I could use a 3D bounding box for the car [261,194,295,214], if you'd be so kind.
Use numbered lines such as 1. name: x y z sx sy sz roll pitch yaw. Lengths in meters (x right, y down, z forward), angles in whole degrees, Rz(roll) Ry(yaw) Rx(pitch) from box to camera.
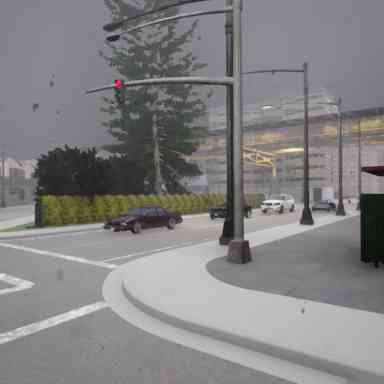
1. car: 9.696 1.280 37.161 2.150 2.045 5.566 -1 0 36

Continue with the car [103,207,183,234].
1. car: -2.728 1.601 20.050 2.033 1.411 5.357 -1 0 36

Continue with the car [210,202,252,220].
1. car: 3.393 1.533 28.497 1.882 1.535 5.008 -1 0 36

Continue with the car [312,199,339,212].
1. car: 15.455 1.589 38.859 1.994 1.385 4.181 -1 0 36

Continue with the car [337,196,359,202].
1. car: 31.951 1.363 68.006 4.536 1.218 1.853 0 0 -29

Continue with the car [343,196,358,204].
1. car: 31.907 1.520 67.979 4.974 1.542 2.038 0 0 -29
